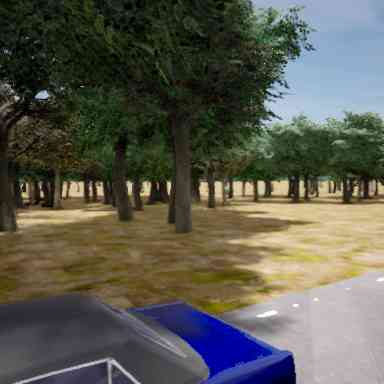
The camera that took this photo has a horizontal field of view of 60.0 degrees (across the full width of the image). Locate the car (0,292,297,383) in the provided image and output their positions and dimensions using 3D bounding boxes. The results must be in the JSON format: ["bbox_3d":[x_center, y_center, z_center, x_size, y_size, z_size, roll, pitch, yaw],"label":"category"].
[{"bbox_3d":[-1.498,1.601,2.271,4.718,1.301,1.895,0,0,-35],"label":"car"}]
